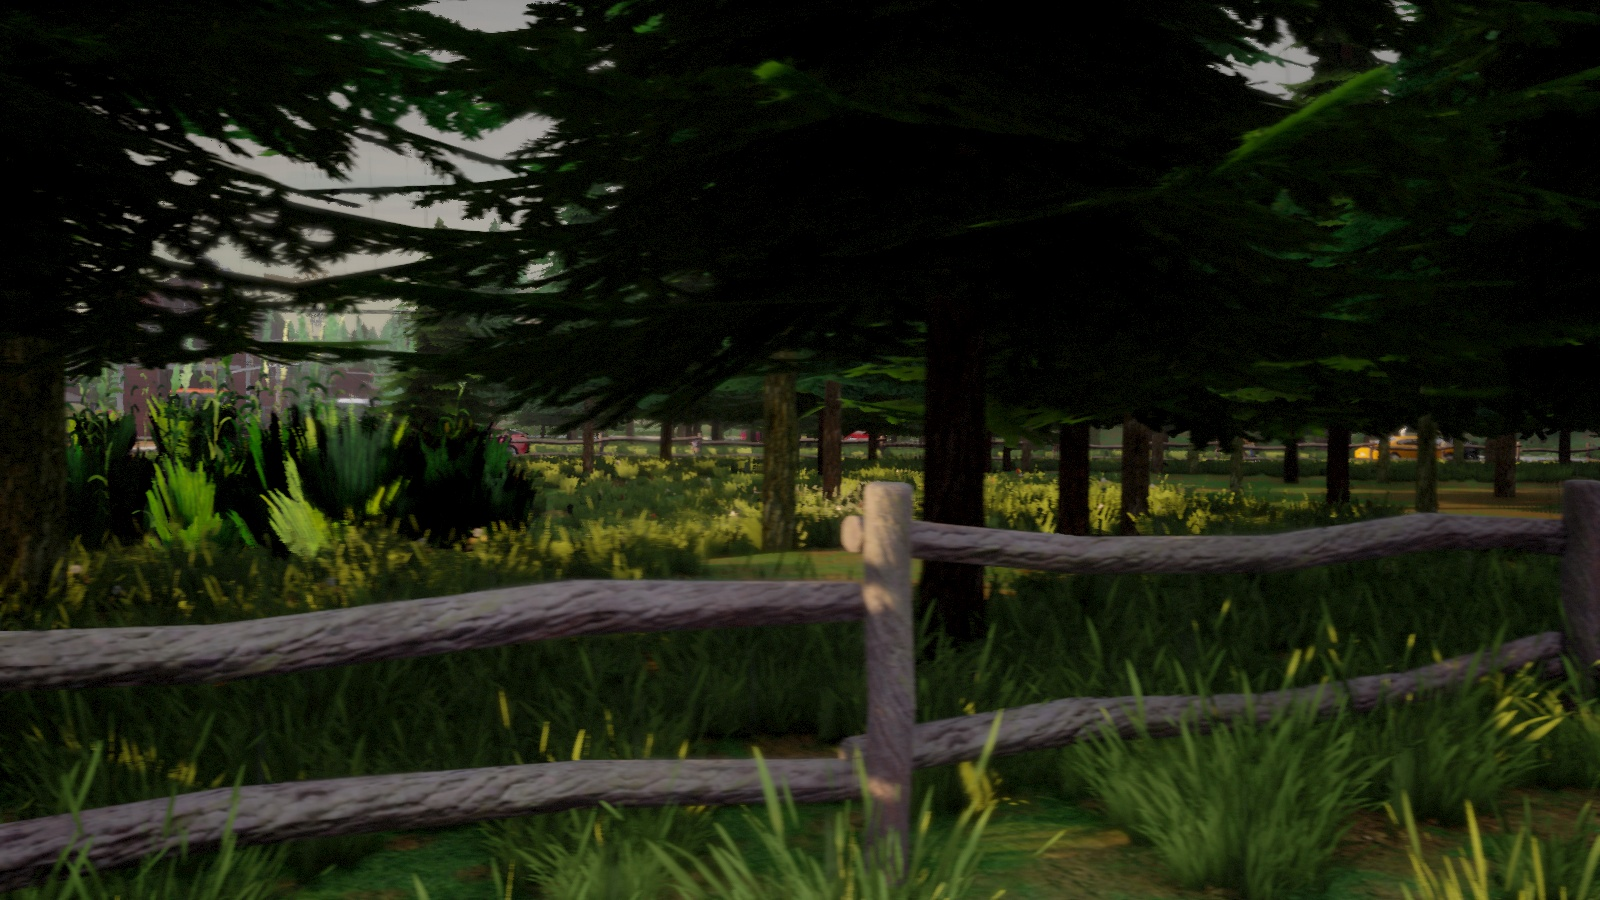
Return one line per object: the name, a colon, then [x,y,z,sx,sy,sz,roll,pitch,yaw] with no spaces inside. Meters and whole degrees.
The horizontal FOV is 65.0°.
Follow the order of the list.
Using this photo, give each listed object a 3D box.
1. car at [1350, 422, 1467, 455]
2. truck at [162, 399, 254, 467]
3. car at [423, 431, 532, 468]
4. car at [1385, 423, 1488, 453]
car: [29.562,-0.558,61.042,5.008,1.535,1.882,-1,1,-12]
truck: [-32.183,-0.942,68.615,2.891,3.462,7.936,-1,1,-13]
car: [-14.244,-0.034,55.683,4.514,1.525,2.007,-1,1,-10]
car: [33.290,-0.651,65.713,4.792,1.488,2.163,-1,1,-22]
